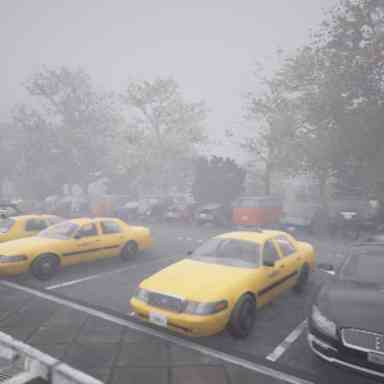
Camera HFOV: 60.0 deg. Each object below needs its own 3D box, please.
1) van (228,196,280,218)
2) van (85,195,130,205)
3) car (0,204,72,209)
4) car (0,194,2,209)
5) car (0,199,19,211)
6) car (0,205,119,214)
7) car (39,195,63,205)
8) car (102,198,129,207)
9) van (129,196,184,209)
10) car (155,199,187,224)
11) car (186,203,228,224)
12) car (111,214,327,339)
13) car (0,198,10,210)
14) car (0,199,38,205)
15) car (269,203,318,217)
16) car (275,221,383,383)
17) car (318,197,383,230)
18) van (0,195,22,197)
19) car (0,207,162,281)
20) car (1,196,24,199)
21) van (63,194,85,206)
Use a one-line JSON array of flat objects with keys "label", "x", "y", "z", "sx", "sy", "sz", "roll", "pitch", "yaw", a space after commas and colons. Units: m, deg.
[{"label": "van", "x": 4.356, "y": 1.270, "z": 21.194, "sx": 1.878, "sy": 1.987, "sz": 4.442, "roll": 0, "pitch": 0, "yaw": 36}, {"label": "van", "x": -6.759, "y": 1.282, "z": 29.236, "sx": 1.878, "sy": 1.987, "sz": 4.442, "roll": 0, "pitch": 0, "yaw": 36}, {"label": "car", "x": -7.808, "y": 1.492, "z": 13.700, "sx": 2.231, "sy": 1.521, "sz": 4.892, "roll": 0, "pitch": 0, "yaw": 36}, {"label": "car", "x": -29.388, "y": 1.360, "z": 45.432, "sx": 2.435, "sy": 2.045, "sz": 5.566, "roll": 0, "pitch": 0, "yaw": 36}, {"label": "car", "x": -24.781, "y": 1.630, "z": 42.131, "sx": 2.002, "sy": 1.452, "sz": 4.674, "roll": 0, "pitch": 0, "yaw": 36}, {"label": "car", "x": -5.454, "y": 1.490, "z": 12.233, "sx": 1.946, "sy": 1.575, "sz": 5.366, "roll": 0, "pitch": 0, "yaw": 36}, {"label": "car", "x": -11.332, "y": 1.277, "z": 32.367, "sx": 2.435, "sy": 2.045, "sz": 5.566, "roll": 0, "pitch": 0, "yaw": 36}, {"label": "car", "x": -4.579, "y": 1.497, "z": 27.522, "sx": 2.097, "sy": 1.535, "sz": 5.008, "roll": 0, "pitch": 0, "yaw": 36}, {"label": "van", "x": -2.389, "y": 1.264, "z": 25.797, "sx": 1.878, "sy": 1.987, "sz": 4.442, "roll": 0, "pitch": 0, "yaw": 36}, {"label": "car", "x": -0.079, "y": 1.515, "z": 24.295, "sx": 2.163, "sy": 1.488, "sz": 4.792, "roll": 0, "pitch": 0, "yaw": 36}, {"label": "car", "x": 2.059, "y": 1.517, "z": 22.748, "sx": 2.163, "sy": 1.488, "sz": 4.792, "roll": 0, "pitch": 0, "yaw": 36}, {"label": "car", "x": 1.074, "y": 1.523, "z": 7.051, "sx": 1.946, "sy": 1.575, "sz": 5.366, "roll": 0, "pitch": 0, "yaw": 36}, {"label": "car", "x": -27.028, "y": 1.600, "z": 43.753, "sx": 2.097, "sy": 1.535, "sz": 5.008, "roll": 0, "pitch": 0, "yaw": 36}, {"label": "car", "x": -10.039, "y": 1.369, "z": 15.360, "sx": 2.185, "sy": 1.767, "sz": 4.553, "roll": 0, "pitch": 0, "yaw": 36}, {"label": "car", "x": 6.615, "y": 1.537, "z": 19.381, "sx": 2.163, "sy": 1.488, "sz": 4.792, "roll": 0, "pitch": 0, "yaw": 36}, {"label": "car", "x": 3.435, "y": 1.541, "z": 5.580, "sx": 2.231, "sy": 1.521, "sz": 4.892, "roll": 0, "pitch": 0, "yaw": 36}, {"label": "car", "x": 8.893, "y": 1.270, "z": 17.802, "sx": 2.435, "sy": 2.045, "sz": 5.566, "roll": 0, "pitch": 0, "yaw": 36}, {"label": "van", "x": -22.570, "y": 1.354, "z": 40.678, "sx": 1.878, "sy": 1.987, "sz": 4.442, "roll": 0, "pitch": 0, "yaw": 36}, {"label": "car", "x": -3.522, "y": 1.497, "z": 10.377, "sx": 1.946, "sy": 1.575, "sz": 5.366, "roll": 0, "pitch": 0, "yaw": 36}, {"label": "car", "x": -18.051, "y": 1.559, "z": 37.257, "sx": 2.097, "sy": 1.535, "sz": 5.008, "roll": 0, "pitch": 0, "yaw": 36}, {"label": "van", "x": -9.140, "y": 1.292, "z": 30.671, "sx": 1.878, "sy": 1.987, "sz": 4.442, "roll": 0, "pitch": 0, "yaw": 36}]
